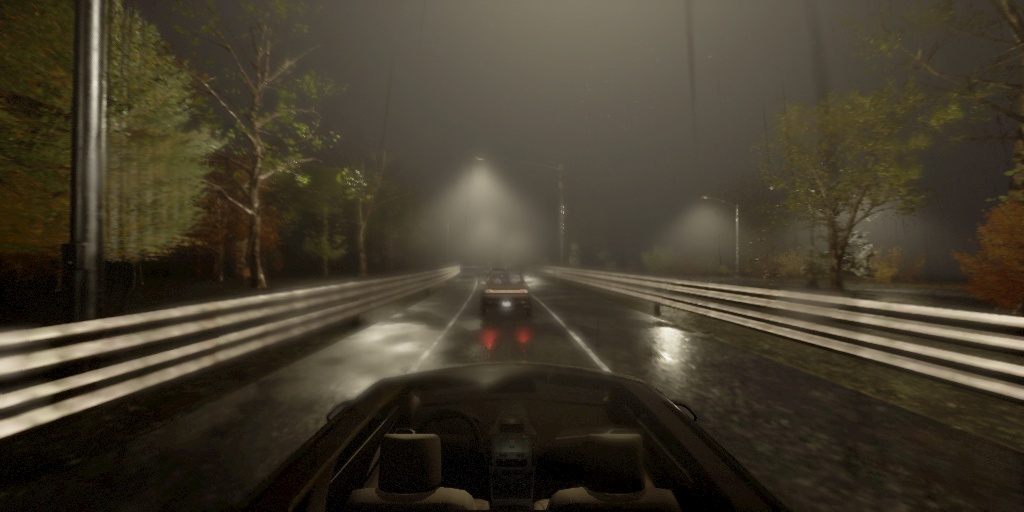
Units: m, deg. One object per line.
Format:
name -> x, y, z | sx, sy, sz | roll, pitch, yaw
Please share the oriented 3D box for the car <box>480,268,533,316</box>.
car -> -0.247, 1.411, 14.198 | 2.128, 1.511, 4.902 | 0, -1, -2
